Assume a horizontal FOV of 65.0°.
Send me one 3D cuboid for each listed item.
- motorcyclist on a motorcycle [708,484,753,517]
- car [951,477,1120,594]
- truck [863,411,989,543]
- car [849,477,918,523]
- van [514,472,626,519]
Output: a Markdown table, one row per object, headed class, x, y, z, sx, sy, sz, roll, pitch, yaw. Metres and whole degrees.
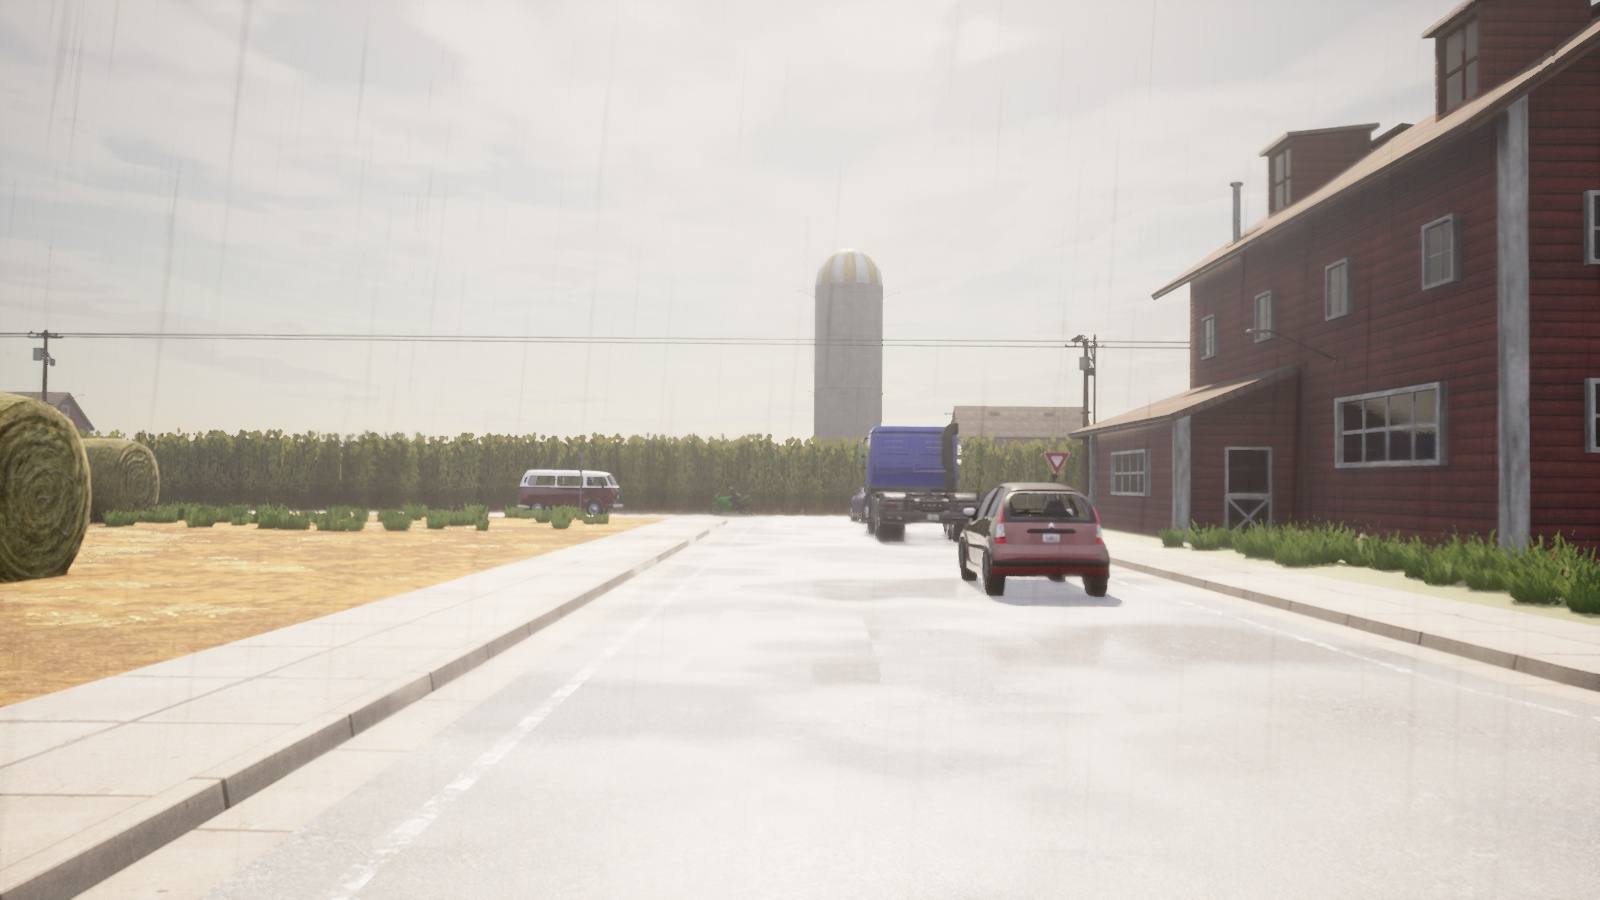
| class | x | y | z | sx | sy | sz | roll | pitch | yaw |
| --- | --- | --- | --- | --- | --- | --- | --- | --- | --- |
| motorcyclist on a motorcycle | -3.220 | 2.329 | 58.222 | 2.044 | 1.523 | 0.797 | 0 | -1 | 1 |
| car | 3.508 | 1.236 | 19.412 | 1.851 | 1.617 | 3.988 | 0 | -1 | 0 |
| truck | 3.507 | 0.806 | 36.977 | 2.891 | 3.462 | 7.936 | 0 | -1 | 0 |
| car | 3.295 | 1.997 | 50.450 | 2.097 | 1.767 | 4.553 | 0 | -2 | -5 |
| van | -9.984 | 1.971 | 54.830 | 4.480 | 2.038 | 2.069 | 0 | -1 | 1 |
